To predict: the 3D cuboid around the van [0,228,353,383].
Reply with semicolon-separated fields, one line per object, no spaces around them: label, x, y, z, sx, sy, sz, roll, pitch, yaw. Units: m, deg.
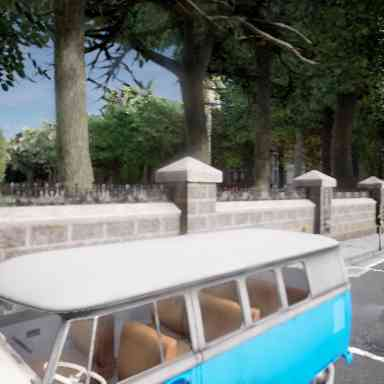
van;0.027;1.337;3.140;3.998;1.788;1.690;0;0;-44
